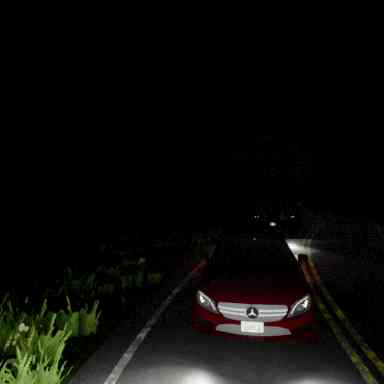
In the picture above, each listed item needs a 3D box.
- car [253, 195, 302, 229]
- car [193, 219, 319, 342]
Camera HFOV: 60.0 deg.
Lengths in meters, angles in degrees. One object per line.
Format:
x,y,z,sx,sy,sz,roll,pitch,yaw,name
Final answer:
4.983,1.215,18.885,2.150,2.045,5.566,-2,-1,22,car
1.224,1.534,6.709,1.812,1.442,4.674,-1,0,11,car
